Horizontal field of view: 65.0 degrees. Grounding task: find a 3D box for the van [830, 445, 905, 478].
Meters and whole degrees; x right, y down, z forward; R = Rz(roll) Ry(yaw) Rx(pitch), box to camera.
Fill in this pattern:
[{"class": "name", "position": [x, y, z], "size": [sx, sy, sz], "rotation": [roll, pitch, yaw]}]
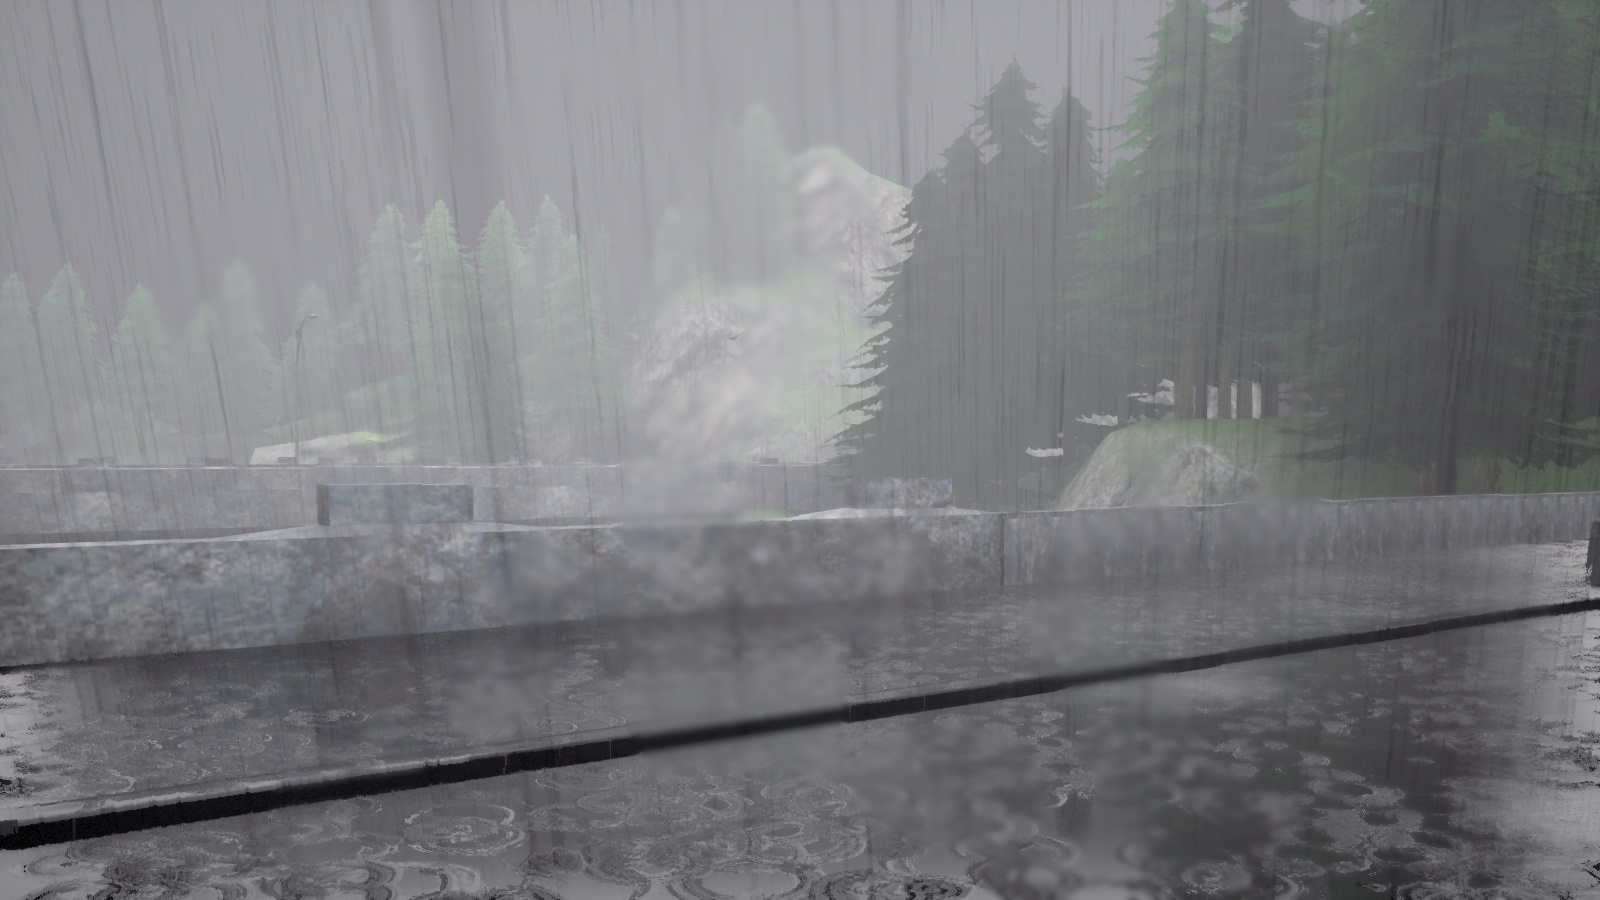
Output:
[{"class": "van", "position": [4.194, 0.678, 77.315], "size": [4.442, 1.987, 1.775], "rotation": [0, 0, -35]}]
